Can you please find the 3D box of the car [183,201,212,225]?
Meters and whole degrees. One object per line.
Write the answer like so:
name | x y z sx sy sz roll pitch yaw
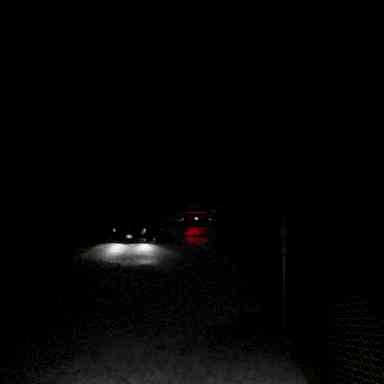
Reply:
car | 0.401 1.670 25.977 1.837 1.490 4.892 0 -1 2

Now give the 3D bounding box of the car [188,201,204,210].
car | 0.768 2.316 58.901 2.033 1.411 5.357 0 -1 10

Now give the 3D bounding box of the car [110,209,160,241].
car | -2.780 1.630 17.518 2.033 1.411 5.357 0 -1 1
